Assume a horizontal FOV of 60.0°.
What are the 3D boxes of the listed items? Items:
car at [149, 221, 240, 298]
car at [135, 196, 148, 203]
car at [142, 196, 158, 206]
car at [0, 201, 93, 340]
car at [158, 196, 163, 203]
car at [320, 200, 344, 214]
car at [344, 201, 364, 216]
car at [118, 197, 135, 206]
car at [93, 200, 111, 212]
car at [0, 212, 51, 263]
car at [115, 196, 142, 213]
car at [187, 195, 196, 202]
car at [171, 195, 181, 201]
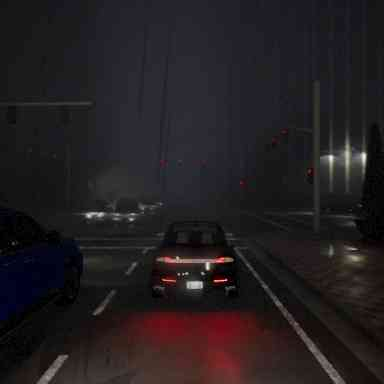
[{"bbox_3d":[0.078,1.492,8.518,2.128,1.511,4.902,0,0,1],"label":"car"},{"bbox_3d":[-10.625,1.595,70.221,1.895,1.301,4.718,0,0,0],"label":"car"},{"bbox_3d":[-7.186,1.505,55.172,1.837,1.490,4.892,0,0,0],"label":"car"},{"bbox_3d":[-3.451,1.221,4.886,2.150,2.045,5.566,0,0,1],"label":"car"},{"bbox_3d":[-7.125,1.552,70.380,1.994,1.385,4.181,0,0,0],"label":"car"},{"bbox_3d":[15.231,1.564,34.946,4.181,1.385,1.994,0,0,-1],"label":"car"},{"bbox_3d":[17.479,1.505,31.472,4.892,1.490,1.837,0,0,-1],"label":"car"},{"bbox_3d":[-10.685,1.525,54.701,1.812,1.442,4.674,0,0,0],"label":"car"},{"bbox_3d":[-10.669,1.564,38.140,1.994,1.385,4.181,0,0,0],"label":"car"},{"bbox_3d":[-7.122,1.564,12.353,1.994,1.385,4.181,0,0,0],"label":"car"},{"bbox_3d":[-7.165,1.477,37.045,1.882,1.535,5.008,0,0,0],"label":"car"},{"bbox_3d":[-0.134,1.429,75.564,1.837,1.490,4.892,0,0,0],"label":"car"},{"bbox_3d":[-3.635,1.339,76.097,1.812,1.442,4.674,0,0,0],"label":"car"}]
